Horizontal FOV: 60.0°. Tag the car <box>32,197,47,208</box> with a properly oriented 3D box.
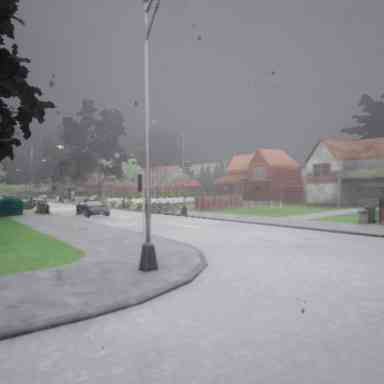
[{"bbox_3d":[-21.899,1.414,47.439,1.812,1.442,4.674,-1,0,-35],"label":"car"}]

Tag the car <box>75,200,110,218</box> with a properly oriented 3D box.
[{"bbox_3d":[-8.669,1.415,28.780,1.812,1.442,4.674,-1,1,-36],"label":"car"}]
